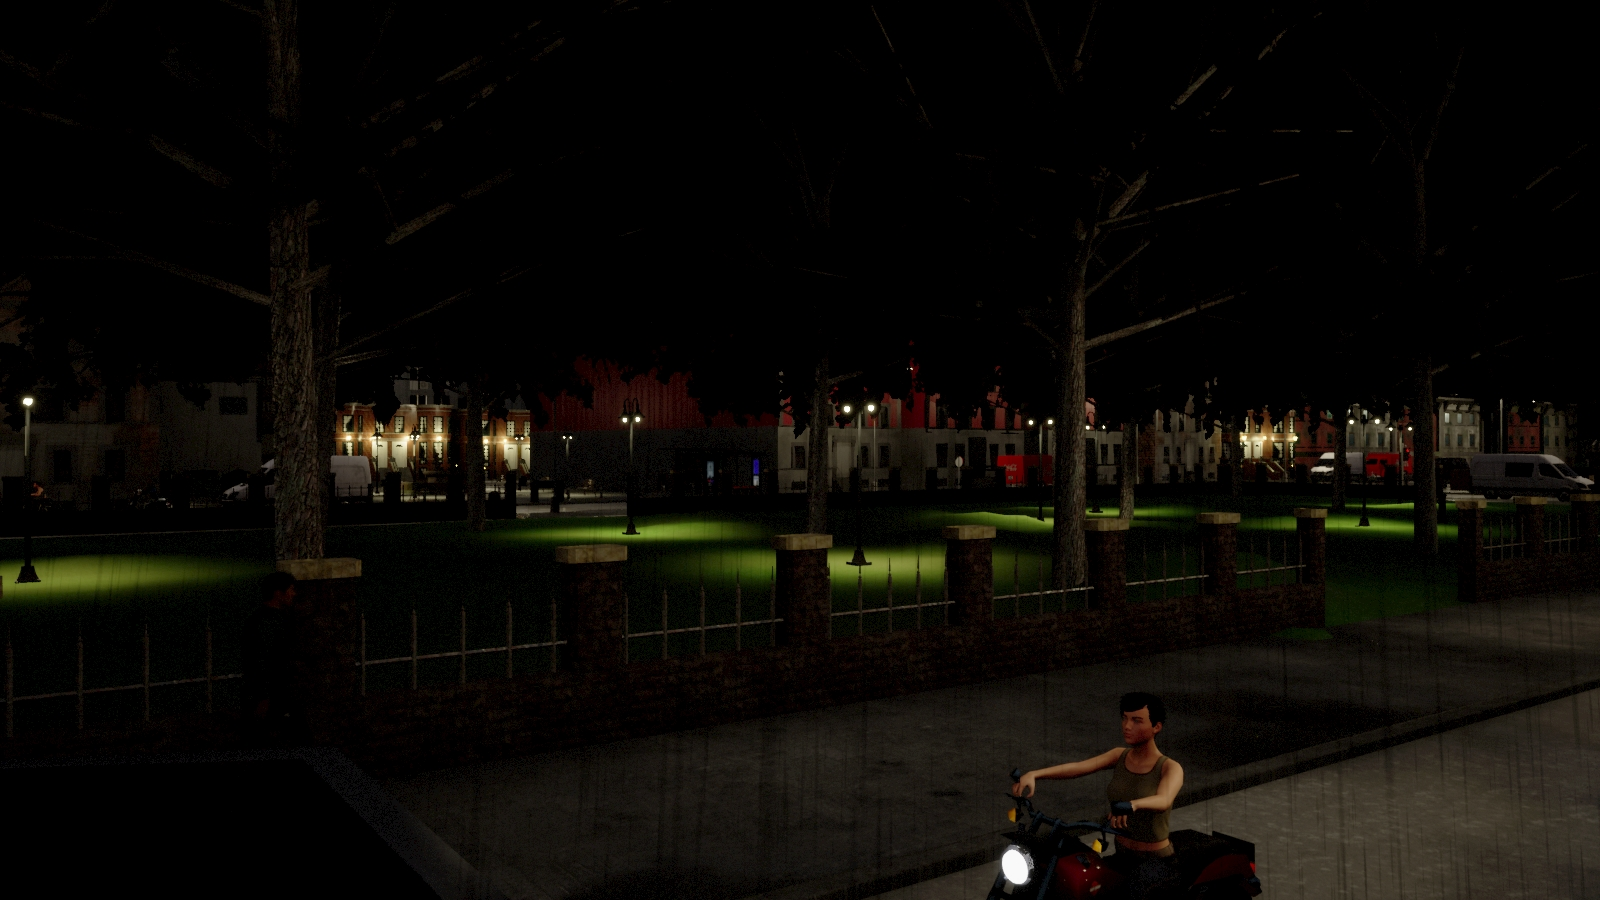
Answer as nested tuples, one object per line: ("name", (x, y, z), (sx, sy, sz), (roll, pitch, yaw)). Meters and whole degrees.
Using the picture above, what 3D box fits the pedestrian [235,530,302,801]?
("pedestrian", (-3.843, 1.524, 8.258), (0.375, 1.860, 0.375), (0, 0, -35))

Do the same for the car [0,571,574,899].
("car", (-3.767, 1.534, 1.768), (6.274, 2.098, 2.390), (0, 0, -35))
